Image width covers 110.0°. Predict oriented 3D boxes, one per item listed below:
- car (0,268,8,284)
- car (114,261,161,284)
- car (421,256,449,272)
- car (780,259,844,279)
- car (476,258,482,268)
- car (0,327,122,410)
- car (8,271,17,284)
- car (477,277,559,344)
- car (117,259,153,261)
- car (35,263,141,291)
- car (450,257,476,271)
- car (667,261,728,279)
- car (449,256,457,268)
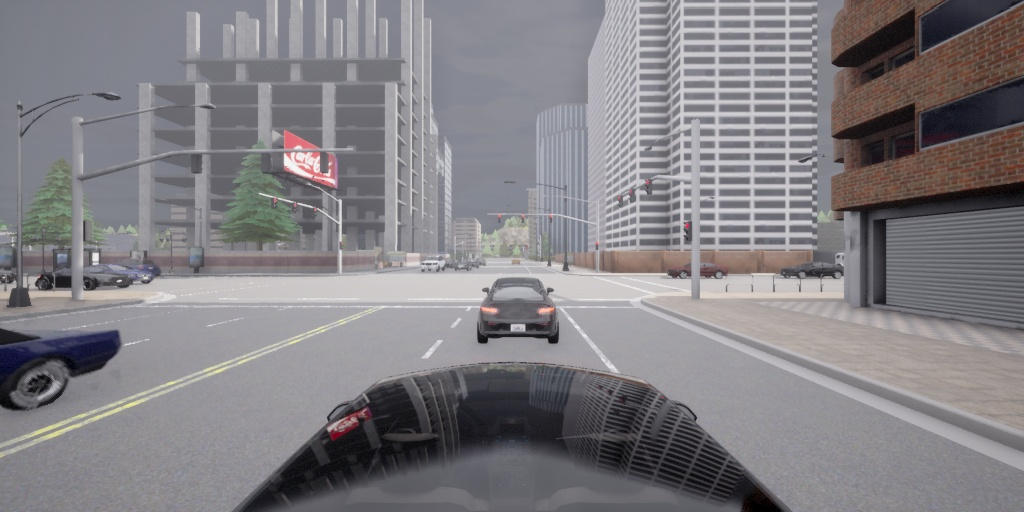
[{"bbox_3d":[-34.208,1.102,21.545,4.553,1.767,2.097,0,0,0],"label":"car"},{"bbox_3d":[-27.864,1.276,25.001,4.674,1.442,1.812,0,0,0],"label":"car"},{"bbox_3d":[-10.082,0.971,46.208,2.150,2.045,5.566,0,0,1],"label":"car"},{"bbox_3d":[26.655,1.228,31.836,5.008,1.535,1.882,0,0,0],"label":"car"},{"bbox_3d":[-6.442,1.314,58.533,1.994,1.385,4.181,0,0,0],"label":"car"},{"bbox_3d":[-7.100,1.351,3.371,1.895,1.301,4.718,0,0,1],"label":"car"},{"bbox_3d":[-37.853,1.255,25.070,4.892,1.490,1.837,0,0,0],"label":"car"},{"bbox_3d":[0.158,1.276,9.492,1.812,1.442,4.674,0,0,1],"label":"car"},{"bbox_3d":[-34.574,1.102,32.241,4.553,1.767,2.097,0,0,0],"label":"car"},{"bbox_3d":[-25.509,1.314,21.485,4.181,1.385,1.994,0,0,0],"label":"car"},{"bbox_3d":[-6.563,1.241,48.563,2.128,1.511,4.902,0,0,1],"label":"car"},{"bbox_3d":[16.462,1.228,31.913,5.008,1.535,1.882,0,0,0],"label":"car"},{"bbox_3d":[-9.968,1.102,55.678,2.097,1.767,4.553,0,0,1],"label":"car"}]
